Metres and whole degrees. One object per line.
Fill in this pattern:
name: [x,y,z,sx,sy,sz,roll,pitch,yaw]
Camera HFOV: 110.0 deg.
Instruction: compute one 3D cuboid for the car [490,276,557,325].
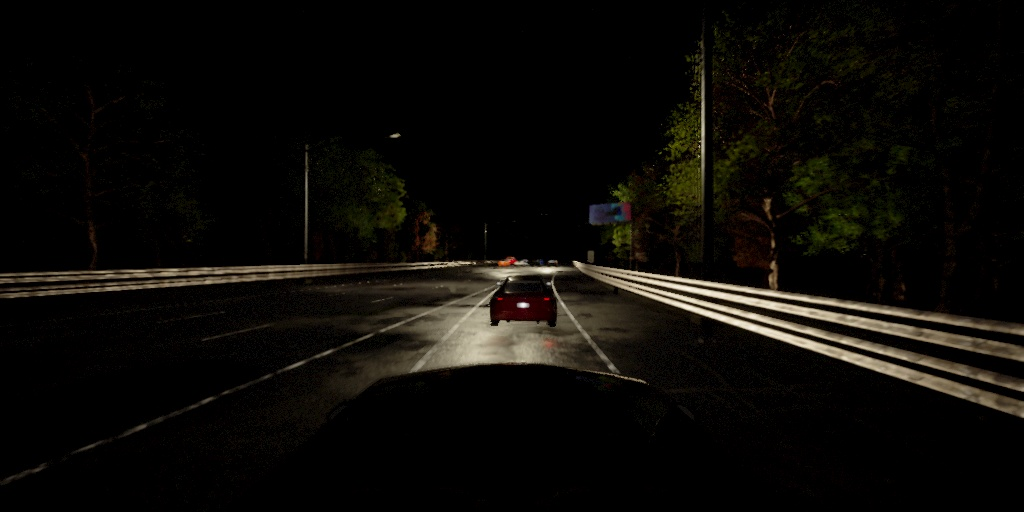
car: [0.389,1.333,11.886,1.994,1.385,4.181,0,0,2]
